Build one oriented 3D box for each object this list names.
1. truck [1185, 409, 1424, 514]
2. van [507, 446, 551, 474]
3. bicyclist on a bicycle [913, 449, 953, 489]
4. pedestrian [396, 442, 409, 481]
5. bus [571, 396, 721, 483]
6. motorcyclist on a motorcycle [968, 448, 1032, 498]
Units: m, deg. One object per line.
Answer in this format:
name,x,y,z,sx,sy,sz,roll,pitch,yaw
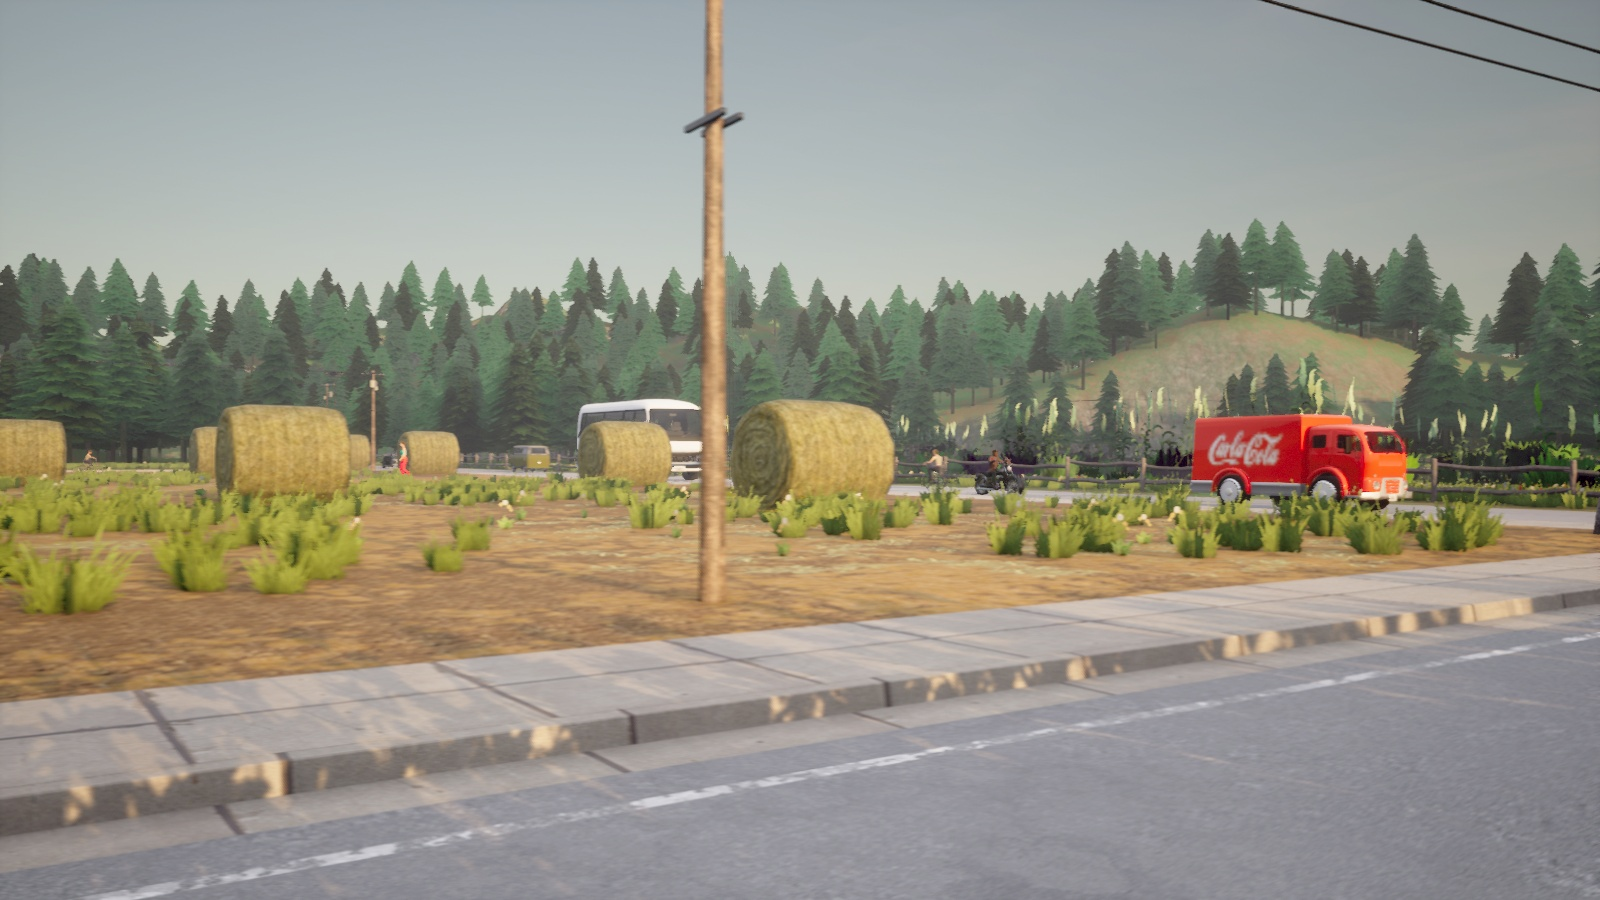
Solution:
truck,12.935,0.276,32.546,2.627,2.467,5.204,0,0,-32
van,-19.850,0.731,91.883,1.775,1.987,4.442,0,0,-32
bicyclist on a bicycle,5.422,0.761,51.247,0.866,1.612,1.509,0,0,-32
pedestrian,-18.533,0.543,58.565,0.594,1.836,0.345,0,0,-20
bus,-8.380,-0.485,66.816,3.944,4.253,10.273,0,0,-32
motorcyclist on a motorcycle,6.744,0.750,42.505,0.766,1.649,2.350,0,0,-32
